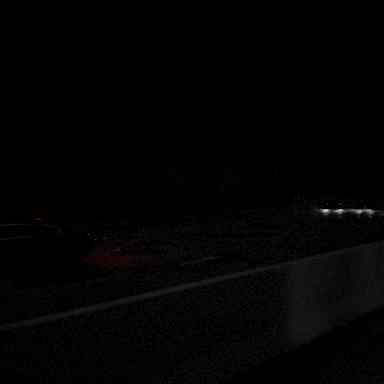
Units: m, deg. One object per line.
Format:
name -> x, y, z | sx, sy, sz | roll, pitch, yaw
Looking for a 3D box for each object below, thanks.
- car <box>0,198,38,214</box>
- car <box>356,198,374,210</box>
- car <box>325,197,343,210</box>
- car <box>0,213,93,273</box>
car -> -8.032, 1.258, 11.240 | 5.566, 2.045, 2.150 | 0, 0, -37
car -> 22.050, 1.493, 42.575 | 2.033, 1.411, 5.357 | 0, 0, 25
car -> 18.580, 1.450, 43.524 | 1.882, 1.535, 5.008 | 0, -1, 25
car -> -5.213, 1.514, 9.037 | 4.902, 1.511, 2.128 | 0, 0, -38
